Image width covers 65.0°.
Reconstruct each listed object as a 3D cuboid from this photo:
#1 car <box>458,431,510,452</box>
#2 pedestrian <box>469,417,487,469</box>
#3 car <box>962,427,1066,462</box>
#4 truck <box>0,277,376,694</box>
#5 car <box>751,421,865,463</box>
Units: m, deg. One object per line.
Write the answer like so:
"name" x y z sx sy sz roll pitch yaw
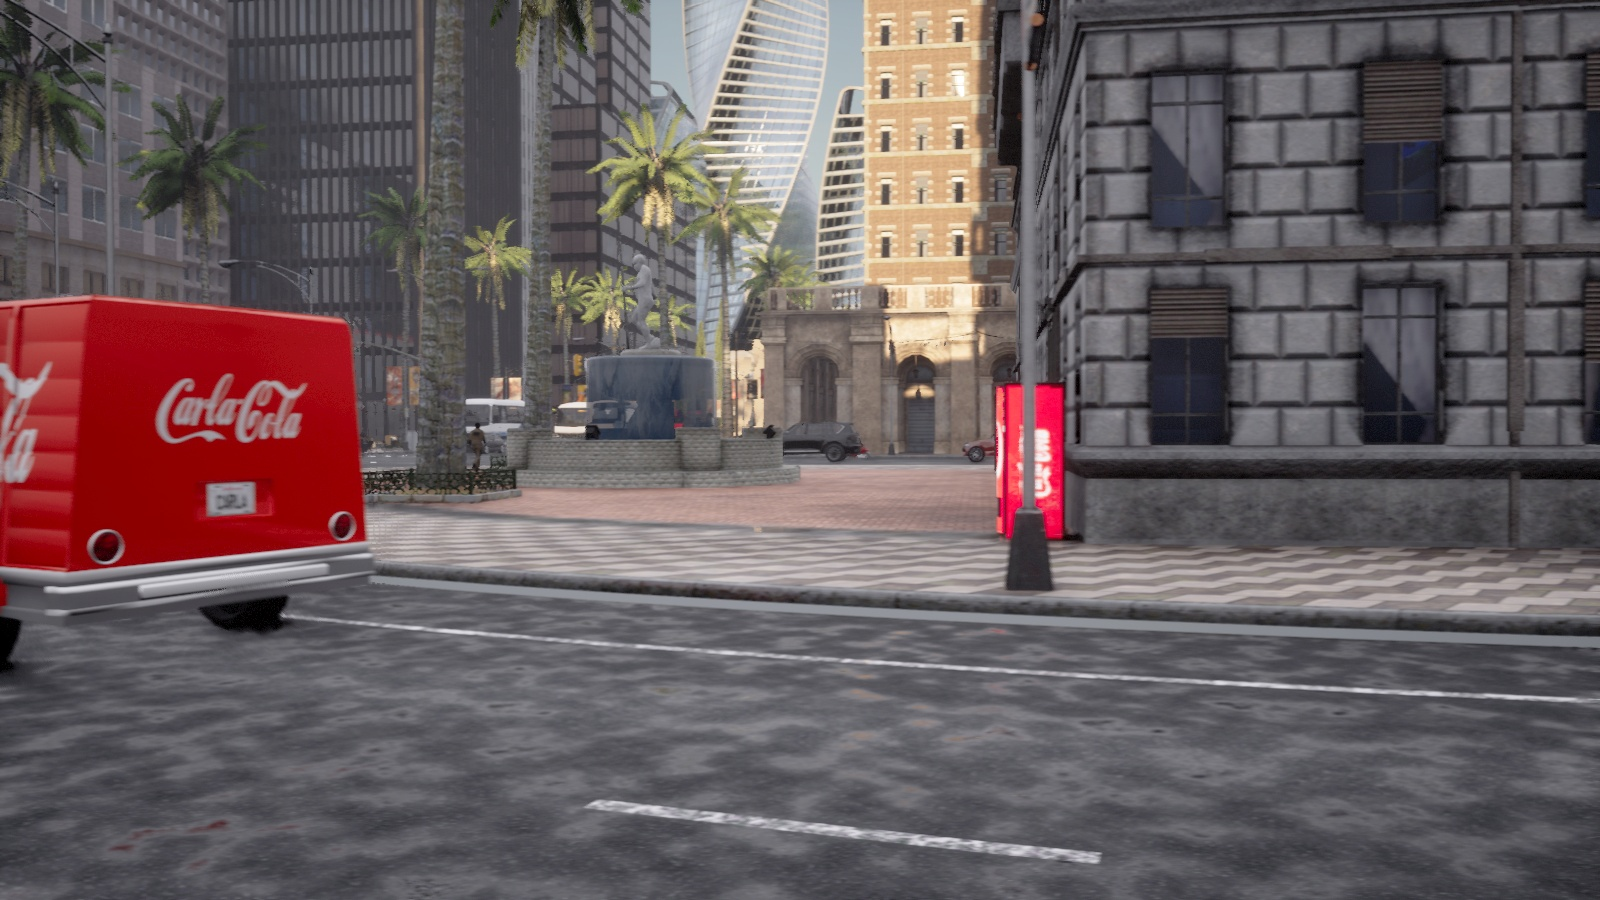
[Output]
"car" -22.771 -0.626 90.641 1.837 1.490 4.892 0 1 9
"pedestrian" -12.109 -0.277 47.240 0.396 1.930 0.692 0 1 8
"car" 10.640 -0.295 62.643 5.027 1.651 2.152 0 1 9
"truck" -6.197 0.167 9.822 5.204 2.467 2.627 1 1 29
"car" 0.429 -0.420 64.209 5.566 2.045 2.150 0 1 9
